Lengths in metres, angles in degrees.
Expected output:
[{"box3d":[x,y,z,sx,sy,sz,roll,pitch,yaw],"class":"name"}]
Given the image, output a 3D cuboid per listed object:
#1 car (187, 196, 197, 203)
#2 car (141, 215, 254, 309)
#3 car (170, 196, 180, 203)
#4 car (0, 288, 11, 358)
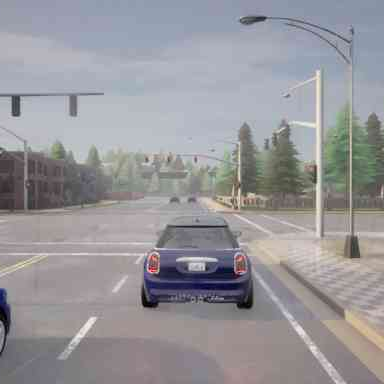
[{"box3d":[-0.003,1.505,68.348,1.837,1.490,4.892,0,0,0],"class":"car"},{"box3d":[0.154,1.352,8.060,2.097,1.767,4.553,0,0,2],"class":"car"},{"box3d":[-3.503,1.505,68.348,1.837,1.490,4.892,0,0,0],"class":"car"},{"box3d":[-3.442,1.478,2.604,1.882,1.535,5.008,0,0,0],"class":"car"}]
